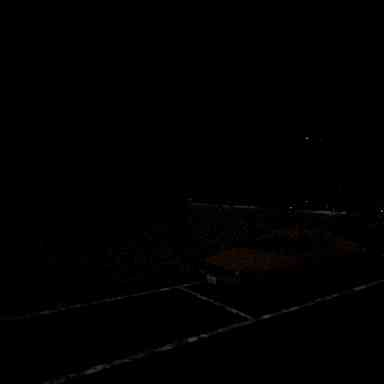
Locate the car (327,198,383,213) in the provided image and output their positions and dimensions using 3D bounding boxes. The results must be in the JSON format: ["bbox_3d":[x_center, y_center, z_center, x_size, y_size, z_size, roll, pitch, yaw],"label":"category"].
[{"bbox_3d":[14.732,1.342,30.238,2.128,1.511,4.902,1,0,-34],"label":"car"}]

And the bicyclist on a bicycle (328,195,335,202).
[{"bbox_3d":[16.341,1.158,38.933,1.656,1.620,0.582,0,0,-34],"label":"bicyclist on a bicycle"}]

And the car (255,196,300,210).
[{"bbox_3d":[9.471,1.367,37.920,1.895,1.301,4.718,1,0,-34],"label":"car"}]

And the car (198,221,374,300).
[{"bbox_3d":[2.395,1.526,8.370,4.829,1.417,1.752,0,1,-35],"label":"car"}]

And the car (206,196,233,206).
[{"bbox_3d":[3.807,1.238,46.209,1.994,1.385,4.181,1,0,-34],"label":"car"}]

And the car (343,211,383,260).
[{"bbox_3d":[7.156,1.547,11.673,4.507,1.381,1.887,0,1,-35],"label":"car"}]

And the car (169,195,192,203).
[{"bbox_3d":[-2.119,1.168,60.441,1.895,1.301,4.718,1,0,-34],"label":"car"}]

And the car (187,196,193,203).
[{"bbox_3d":[-1.770,1.184,54.403,1.895,1.301,4.718,1,0,-34],"label":"car"}]

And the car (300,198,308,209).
[{"bbox_3d":[11.670,1.284,40.373,2.128,1.511,4.902,1,0,-34],"label":"car"}]
